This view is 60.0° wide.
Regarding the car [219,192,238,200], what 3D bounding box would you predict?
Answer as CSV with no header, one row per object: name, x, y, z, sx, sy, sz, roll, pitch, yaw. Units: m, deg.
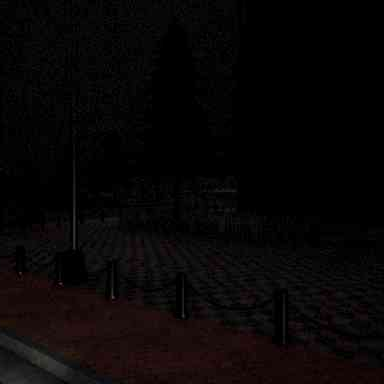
car,9.553,1.374,84.733,3.633,1.501,1.845,0,0,35

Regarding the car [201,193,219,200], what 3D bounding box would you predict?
car,5.195,1.384,91.438,3.806,1.475,1.970,0,0,35
